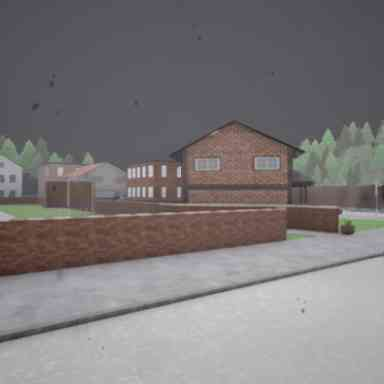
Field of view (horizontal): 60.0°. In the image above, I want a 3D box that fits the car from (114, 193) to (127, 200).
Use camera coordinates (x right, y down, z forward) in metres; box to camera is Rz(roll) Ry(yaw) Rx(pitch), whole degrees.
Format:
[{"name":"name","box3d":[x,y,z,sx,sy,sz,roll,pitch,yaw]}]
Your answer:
[{"name":"car","box3d":[-8.744,1.019,42.603,1.905,1.878,3.866,0,0,-35]}]
